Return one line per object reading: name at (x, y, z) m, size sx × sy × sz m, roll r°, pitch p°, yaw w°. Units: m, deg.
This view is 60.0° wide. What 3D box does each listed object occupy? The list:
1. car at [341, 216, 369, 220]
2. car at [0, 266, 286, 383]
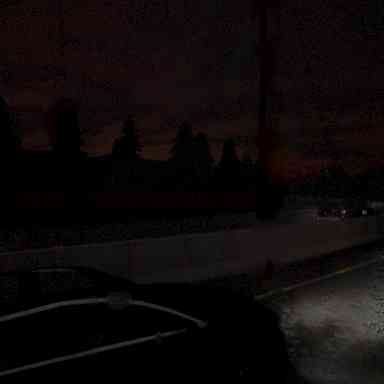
car at (14.325, 1.635, 28.670) m, size 2.097 × 1.767 × 4.553 m, roll 0°, pitch -1°, yaw 36°
car at (-1.139, 1.508, 3.130) m, size 4.902 × 1.511 × 2.128 m, roll 1°, pitch 0°, yaw -36°
